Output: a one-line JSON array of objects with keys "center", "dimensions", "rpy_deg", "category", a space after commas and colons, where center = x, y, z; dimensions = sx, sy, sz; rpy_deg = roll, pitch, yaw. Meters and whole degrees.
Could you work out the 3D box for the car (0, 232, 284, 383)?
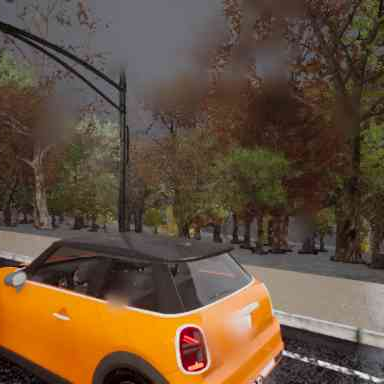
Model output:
[{"center": [-1.208, 1.351, 4.558], "dimensions": [4.553, 1.767, 2.097], "rpy_deg": [0, 0, 36], "category": "car"}]
